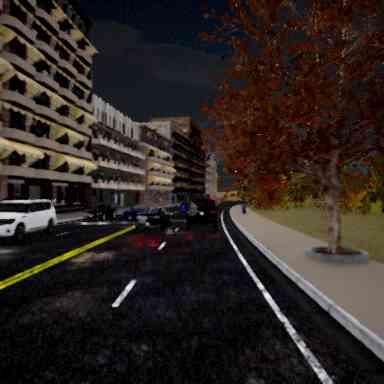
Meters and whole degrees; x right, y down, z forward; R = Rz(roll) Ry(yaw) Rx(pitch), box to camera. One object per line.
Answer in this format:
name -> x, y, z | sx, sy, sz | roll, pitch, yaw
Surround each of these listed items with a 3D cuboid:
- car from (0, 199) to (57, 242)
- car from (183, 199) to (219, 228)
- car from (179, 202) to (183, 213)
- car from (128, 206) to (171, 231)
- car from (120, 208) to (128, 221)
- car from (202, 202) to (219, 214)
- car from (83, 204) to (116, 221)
car -> -9.355, 1.428, 18.053 | 2.150, 2.045, 5.566 | 0, -1, 2
car -> 0.826, 1.539, 24.771 | 2.150, 2.045, 5.566 | 0, -1, 4
car -> -0.619, 2.087, 45.646 | 1.882, 1.535, 5.008 | 0, -1, 6
car -> -2.563, 1.775, 22.778 | 2.128, 1.511, 4.902 | 0, -1, 4
car -> -5.319, 2.000, 31.583 | 1.895, 1.301, 4.718 | 0, -1, 5
car -> 2.582, 2.100, 45.013 | 2.128, 1.511, 4.902 | 0, -1, 6
car -> -8.601, 1.895, 31.290 | 1.837, 1.490, 4.892 | 0, -1, 5
